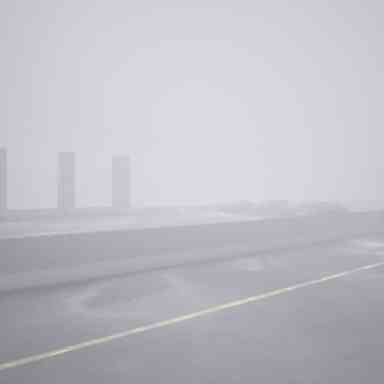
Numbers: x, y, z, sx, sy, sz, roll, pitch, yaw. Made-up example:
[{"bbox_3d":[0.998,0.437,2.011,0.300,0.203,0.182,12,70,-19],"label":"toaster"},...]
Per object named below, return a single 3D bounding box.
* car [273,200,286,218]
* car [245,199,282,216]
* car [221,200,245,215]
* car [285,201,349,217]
[{"bbox_3d":[9.449,1.545,28.287,4.718,1.301,1.895,0,0,-36],"label":"car"},{"bbox_3d":[7.640,1.451,31.299,4.892,1.490,1.837,0,0,-36],"label":"car"},{"bbox_3d":[4.985,1.515,33.692,4.181,1.385,1.994,0,0,-36],"label":"car"},{"bbox_3d":[9.294,1.442,23.831,4.902,1.511,2.128,0,0,-36],"label":"car"}]
